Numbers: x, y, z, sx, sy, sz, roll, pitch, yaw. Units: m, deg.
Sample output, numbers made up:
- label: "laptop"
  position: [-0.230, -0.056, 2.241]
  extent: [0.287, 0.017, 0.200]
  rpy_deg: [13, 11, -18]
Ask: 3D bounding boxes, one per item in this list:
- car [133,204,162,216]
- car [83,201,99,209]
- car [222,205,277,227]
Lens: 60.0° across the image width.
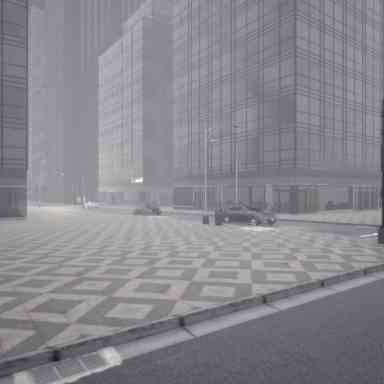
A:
- label: "car"
  position: [-5.179, 2.068, 38.361]
  extent: [1.994, 1.385, 4.181]
  rpy_deg: [0, -1, -36]
- label: "car"
  position: [-19.178, 2.475, 63.097]
  extent: [1.812, 1.442, 4.674]
  rpy_deg: [0, -1, -36]
- label: "car"
  position: [4.239, 1.761, 25.359]
  extent: [1.837, 1.490, 4.892]
  rpy_deg: [0, -1, -36]
